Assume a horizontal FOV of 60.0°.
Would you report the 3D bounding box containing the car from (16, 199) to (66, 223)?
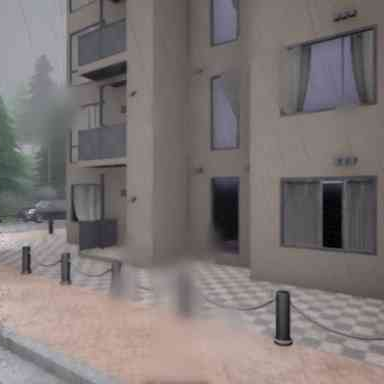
[{"bbox_3d":[-10.945,1.373,25.591,2.097,1.767,4.553,0,0,35],"label":"car"}]
